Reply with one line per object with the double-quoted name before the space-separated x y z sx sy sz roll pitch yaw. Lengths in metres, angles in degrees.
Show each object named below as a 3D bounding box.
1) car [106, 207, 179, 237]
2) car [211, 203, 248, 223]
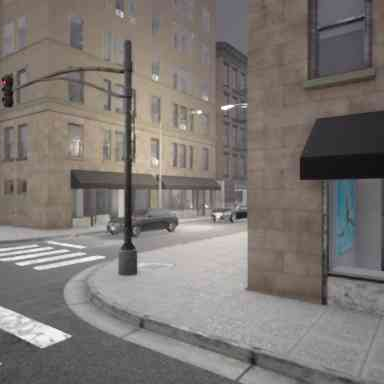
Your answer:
"car" -2.626 1.614 18.841 1.812 1.442 4.674 0 0 37
"car" 3.408 1.642 27.336 2.128 1.511 4.902 0 0 35
